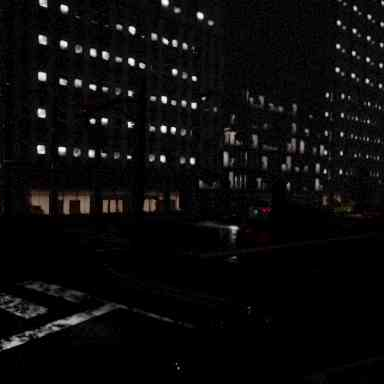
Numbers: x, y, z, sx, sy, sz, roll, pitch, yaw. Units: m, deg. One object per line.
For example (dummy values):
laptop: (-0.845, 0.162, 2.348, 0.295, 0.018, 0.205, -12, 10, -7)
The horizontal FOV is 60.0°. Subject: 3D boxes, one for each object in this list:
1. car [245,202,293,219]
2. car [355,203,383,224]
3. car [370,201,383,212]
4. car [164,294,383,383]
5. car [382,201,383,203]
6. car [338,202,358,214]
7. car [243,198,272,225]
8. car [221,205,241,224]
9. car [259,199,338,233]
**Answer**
car: (7.531, 1.731, 32.337, 4.403, 1.369, 2.008, 1, 1, -34)
car: (16.657, 1.972, 29.035, 4.507, 1.381, 1.887, 1, 1, -34)
car: (26.245, 1.941, 45.141, 4.206, 1.307, 1.802, 1, 1, -34)
car: (2.015, 1.492, 2.294, 4.902, 1.511, 2.128, 0, 0, 32)
car: (24.222, 1.883, 40.708, 4.902, 1.511, 2.128, 1, 1, -34)
car: (16.748, 1.794, 38.642, 4.829, 1.417, 1.752, 1, 1, -34)
car: (6.830, 1.504, 25.372, 5.566, 2.045, 2.150, 1, 1, -33)
car: (4.543, 1.728, 27.308, 4.674, 1.442, 1.812, 1, 1, -34)
car: (7.305, 1.653, 22.629, 5.009, 1.841, 2.192, 1, 1, -34)
